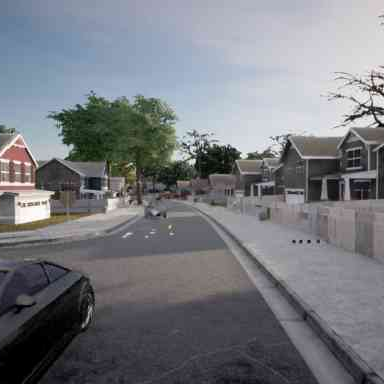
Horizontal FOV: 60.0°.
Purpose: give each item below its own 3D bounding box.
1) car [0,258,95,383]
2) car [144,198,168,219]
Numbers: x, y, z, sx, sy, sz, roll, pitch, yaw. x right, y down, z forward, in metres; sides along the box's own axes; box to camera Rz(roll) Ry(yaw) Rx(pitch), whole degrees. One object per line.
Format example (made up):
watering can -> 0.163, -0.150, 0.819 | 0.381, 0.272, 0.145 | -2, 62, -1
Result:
car -> -2.654, 1.565, 3.985 | 1.994, 1.385, 4.181 | 0, 0, 1
car -> -3.144, 1.529, 29.551 | 2.128, 1.511, 4.902 | 0, 0, -3
